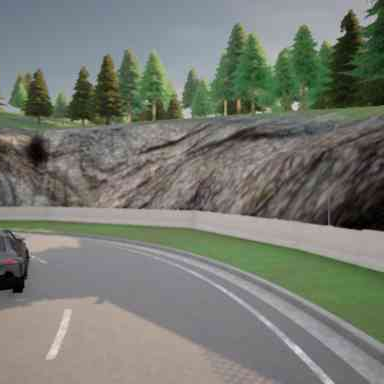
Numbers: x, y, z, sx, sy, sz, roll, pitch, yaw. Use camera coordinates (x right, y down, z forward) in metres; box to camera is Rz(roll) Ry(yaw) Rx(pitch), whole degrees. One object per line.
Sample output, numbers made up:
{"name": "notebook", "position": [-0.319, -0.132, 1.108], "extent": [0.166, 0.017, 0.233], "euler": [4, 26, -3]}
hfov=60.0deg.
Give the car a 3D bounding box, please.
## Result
{"name": "car", "position": [-5.451, 1.677, 8.740], "extent": [1.994, 1.385, 4.181], "euler": [1, -1, -27]}
